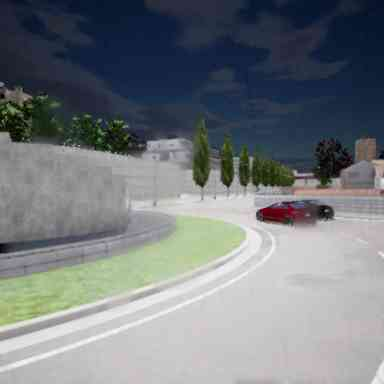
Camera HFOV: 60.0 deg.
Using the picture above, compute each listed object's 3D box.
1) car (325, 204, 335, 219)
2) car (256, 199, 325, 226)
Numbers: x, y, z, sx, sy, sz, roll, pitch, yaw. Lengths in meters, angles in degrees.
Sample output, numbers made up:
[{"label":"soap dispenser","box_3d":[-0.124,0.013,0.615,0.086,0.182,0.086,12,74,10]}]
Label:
[{"label":"car","box_3d":[8.262,1.236,24.200,1.994,1.385,4.181,-1,0,-24]},{"label":"car","box_3d":[5.906,1.304,21.097,1.994,1.385,4.181,-1,0,-25]}]
